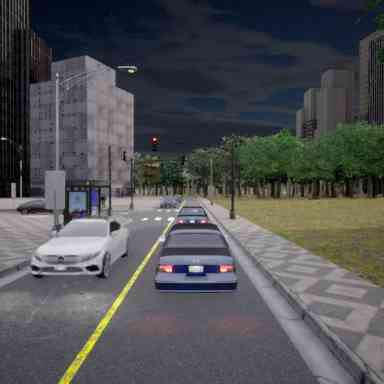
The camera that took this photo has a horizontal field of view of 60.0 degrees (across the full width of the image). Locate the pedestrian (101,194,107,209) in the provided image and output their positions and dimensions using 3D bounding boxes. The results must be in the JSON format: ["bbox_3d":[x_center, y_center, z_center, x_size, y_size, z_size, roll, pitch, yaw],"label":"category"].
[{"bbox_3d":[-10.138,1.050,38.174,0.375,1.860,0.375,0,0,1],"label":"pedestrian"}]

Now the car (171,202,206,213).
[{"bbox_3d":[0.050,1.538,19.322,2.033,1.411,5.357,0,0,1],"label":"car"}]

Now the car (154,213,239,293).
[{"bbox_3d":[0.080,1.545,8.987,2.033,1.411,5.357,0,0,0],"label":"car"}]

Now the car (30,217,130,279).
[{"bbox_3d":[-3.092,1.522,10.158,1.812,1.442,4.674,0,0,0],"label":"car"}]

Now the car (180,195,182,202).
[{"bbox_3d":[-3.168,1.431,55.077,2.128,1.511,4.902,0,0,0],"label":"car"}]

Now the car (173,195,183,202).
[{"bbox_3d":[-3.160,1.420,75.574,2.128,1.511,4.902,0,0,0],"label":"car"}]

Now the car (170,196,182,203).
[{"bbox_3d":[-3.141,1.485,65.265,1.994,1.385,4.181,0,0,1],"label":"car"}]

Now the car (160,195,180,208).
[{"bbox_3d":[-3.161,1.307,45.951,2.097,1.767,4.553,0,0,0],"label":"car"}]

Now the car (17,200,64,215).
[{"bbox_3d":[-14.395,1.477,32.060,4.674,1.442,1.812,0,1,2],"label":"car"}]
